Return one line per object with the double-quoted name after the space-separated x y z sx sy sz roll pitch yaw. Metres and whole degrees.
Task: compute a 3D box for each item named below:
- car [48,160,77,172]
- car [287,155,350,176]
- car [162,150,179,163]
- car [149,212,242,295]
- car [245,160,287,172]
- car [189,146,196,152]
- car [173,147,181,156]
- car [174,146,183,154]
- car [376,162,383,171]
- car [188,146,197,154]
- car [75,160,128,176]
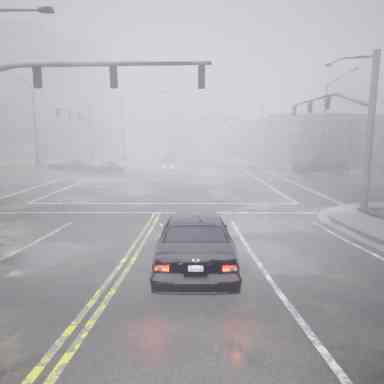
-13.680 -2.961 37.476 4.718 1.301 1.895 0 9 0 "car"
13.084 -2.757 33.827 5.566 2.045 2.150 0 9 -1 "car"
-3.543 -5.301 51.522 2.033 1.411 5.357 0 9 0 "car"
0.083 1.218 8.395 2.033 1.411 5.357 0 4 0 "car"
8.369 -3.010 37.752 4.718 1.301 1.895 1 9 7 "car"
0.094 -11.798 91.141 1.994 1.385 4.181 0 9 0 "car"
-3.505 -6.886 61.000 1.837 1.490 4.892 0 9 0 "car"
-3.427 -8.509 71.195 2.033 1.411 5.357 0 9 0 "car"
23.299 -3.051 37.300 4.902 1.511 2.128 0 9 0 "car"
0.083 -10.312 81.083 2.097 1.767 4.553 0 9 0 "car"
-9.020 -2.396 34.002 4.718 1.301 1.895 0 9 0 "car"
